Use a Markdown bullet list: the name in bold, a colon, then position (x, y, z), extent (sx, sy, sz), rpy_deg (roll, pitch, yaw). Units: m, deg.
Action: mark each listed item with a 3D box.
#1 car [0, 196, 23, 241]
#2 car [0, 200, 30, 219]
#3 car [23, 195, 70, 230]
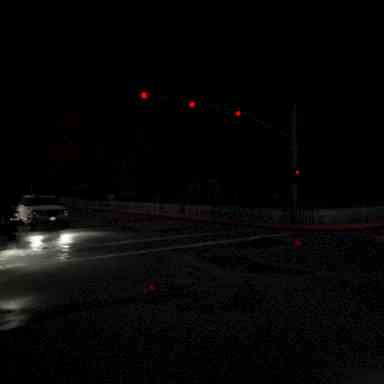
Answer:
- **car**: position (-10.050, 1.215, 16.147), extent (2.150, 2.045, 5.566), rpy_deg (0, 0, -37)
- **car**: position (-16.666, 1.521, 30.778), extent (2.033, 1.411, 5.357), rpy_deg (0, 0, -37)
- **car**: position (-9.744, 1.195, 21.563), extent (2.150, 2.045, 5.566), rpy_deg (0, 0, -37)
